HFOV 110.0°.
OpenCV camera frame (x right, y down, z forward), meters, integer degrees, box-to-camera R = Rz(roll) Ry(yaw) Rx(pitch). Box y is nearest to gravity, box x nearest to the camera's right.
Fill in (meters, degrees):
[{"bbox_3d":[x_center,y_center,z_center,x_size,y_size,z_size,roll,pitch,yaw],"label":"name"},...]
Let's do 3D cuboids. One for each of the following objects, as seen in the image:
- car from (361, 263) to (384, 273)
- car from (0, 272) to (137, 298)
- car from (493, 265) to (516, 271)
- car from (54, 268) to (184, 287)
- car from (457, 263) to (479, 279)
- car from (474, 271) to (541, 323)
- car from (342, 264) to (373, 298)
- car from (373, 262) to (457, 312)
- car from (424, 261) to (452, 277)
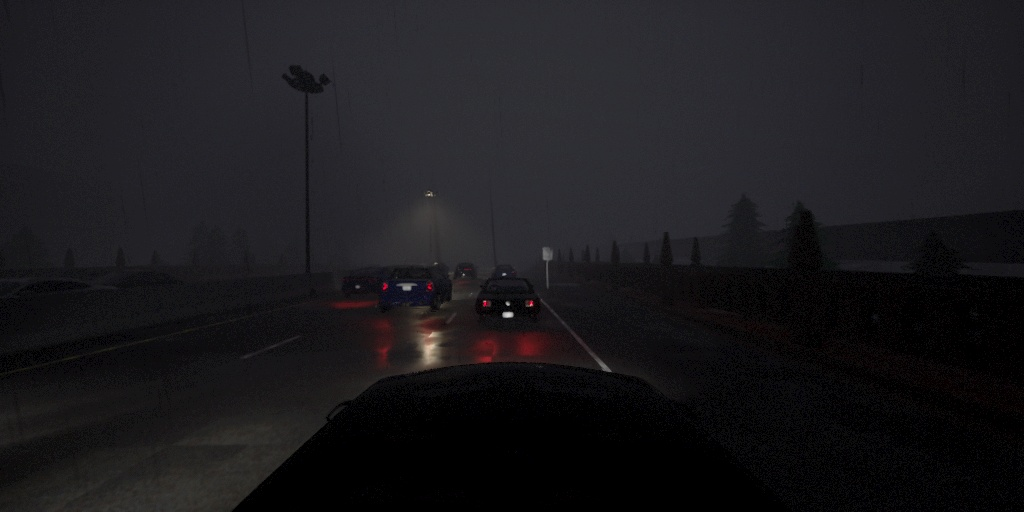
[{"bbox_3d":[-22.580,1.983,58.182,1.837,1.490,4.892,0,-3,-1],"label":"car"},{"bbox_3d":[-14.299,1.361,10.428,1.812,1.442,4.674,0,0,-2],"label":"car"},{"bbox_3d":[-0.634,1.392,29.625,1.994,1.385,4.181,0,0,-2],"label":"car"},{"bbox_3d":[-17.980,1.394,16.815,1.812,1.442,4.674,0,0,-2],"label":"car"},{"bbox_3d":[-4.243,1.359,33.442,1.837,1.490,4.892,0,0,-2],"label":"car"},{"bbox_3d":[-0.161,1.379,12.346,1.895,1.301,4.718,0,0,-1],"label":"car"},{"bbox_3d":[-7.355,1.307,19.404,1.882,1.535,5.008,0,0,-2],"label":"car"},{"bbox_3d":[-3.738,1.153,14.704,2.097,1.767,4.553,0,0,-1],"label":"car"},{"bbox_3d":[-7.889,1.376,38.656,2.128,1.511,4.902,0,0,-2],"label":"car"}]
